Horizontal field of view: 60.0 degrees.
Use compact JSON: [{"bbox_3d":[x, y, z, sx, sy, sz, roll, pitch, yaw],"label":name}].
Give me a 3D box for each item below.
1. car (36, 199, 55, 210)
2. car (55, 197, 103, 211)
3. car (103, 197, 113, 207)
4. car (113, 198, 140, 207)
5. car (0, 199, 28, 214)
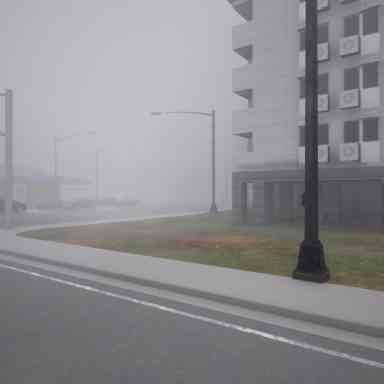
[{"bbox_3d":[-17.589,1.564,42.495,1.994,1.385,4.181,0,0,31],"label":"car"},{"bbox_3d":[-14.073,1.492,41.577,2.128,1.511,4.902,0,0,30],"label":"car"},{"bbox_3d":[-13.369,1.478,51.667,1.882,1.535,5.008,0,0,16],"label":"car"},{"bbox_3d":[-9.816,1.601,51.273,1.895,1.301,4.718,0,0,16],"label":"car"},{"bbox_3d":[-19.373,1.478,33.718,1.882,1.535,5.008,0,0,36],"label":"car"}]
